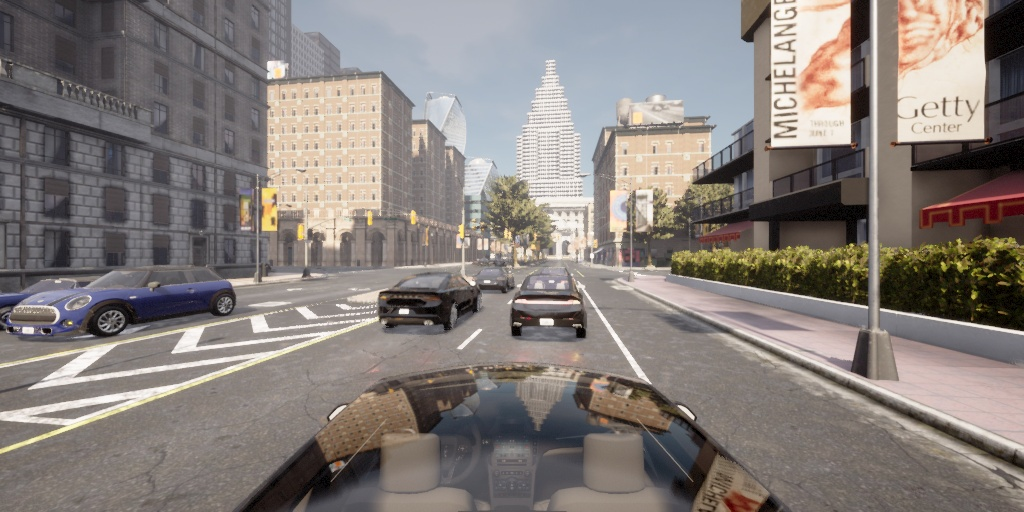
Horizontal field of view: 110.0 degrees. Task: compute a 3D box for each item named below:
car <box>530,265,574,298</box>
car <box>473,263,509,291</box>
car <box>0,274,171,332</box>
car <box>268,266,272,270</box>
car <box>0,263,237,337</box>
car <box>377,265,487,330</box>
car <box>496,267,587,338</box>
[{"bbox_3d":[2.373,1.297,19.956,2.033,1.411,5.357,0,0,10],"label":"car"},{"bbox_3d":[-1.027,1.314,20.700,1.994,1.385,4.181,0,0,8],"label":"car"},{"bbox_3d":[-14.108,1.351,11.285,1.895,1.301,4.718,0,0,8],"label":"car"},{"bbox_3d":[-32.356,1.254,44.321,4.892,1.490,1.837,0,0,8],"label":"car"},{"bbox_3d":[-10.696,1.102,10.374,2.097,1.767,4.553,0,0,8],"label":"car"},{"bbox_3d":[-2.321,1.228,11.309,1.882,1.535,5.008,0,0,8],"label":"car"},{"bbox_3d":[1.091,1.241,10.291,2.128,1.511,4.902,0,0,8],"label":"car"}]
